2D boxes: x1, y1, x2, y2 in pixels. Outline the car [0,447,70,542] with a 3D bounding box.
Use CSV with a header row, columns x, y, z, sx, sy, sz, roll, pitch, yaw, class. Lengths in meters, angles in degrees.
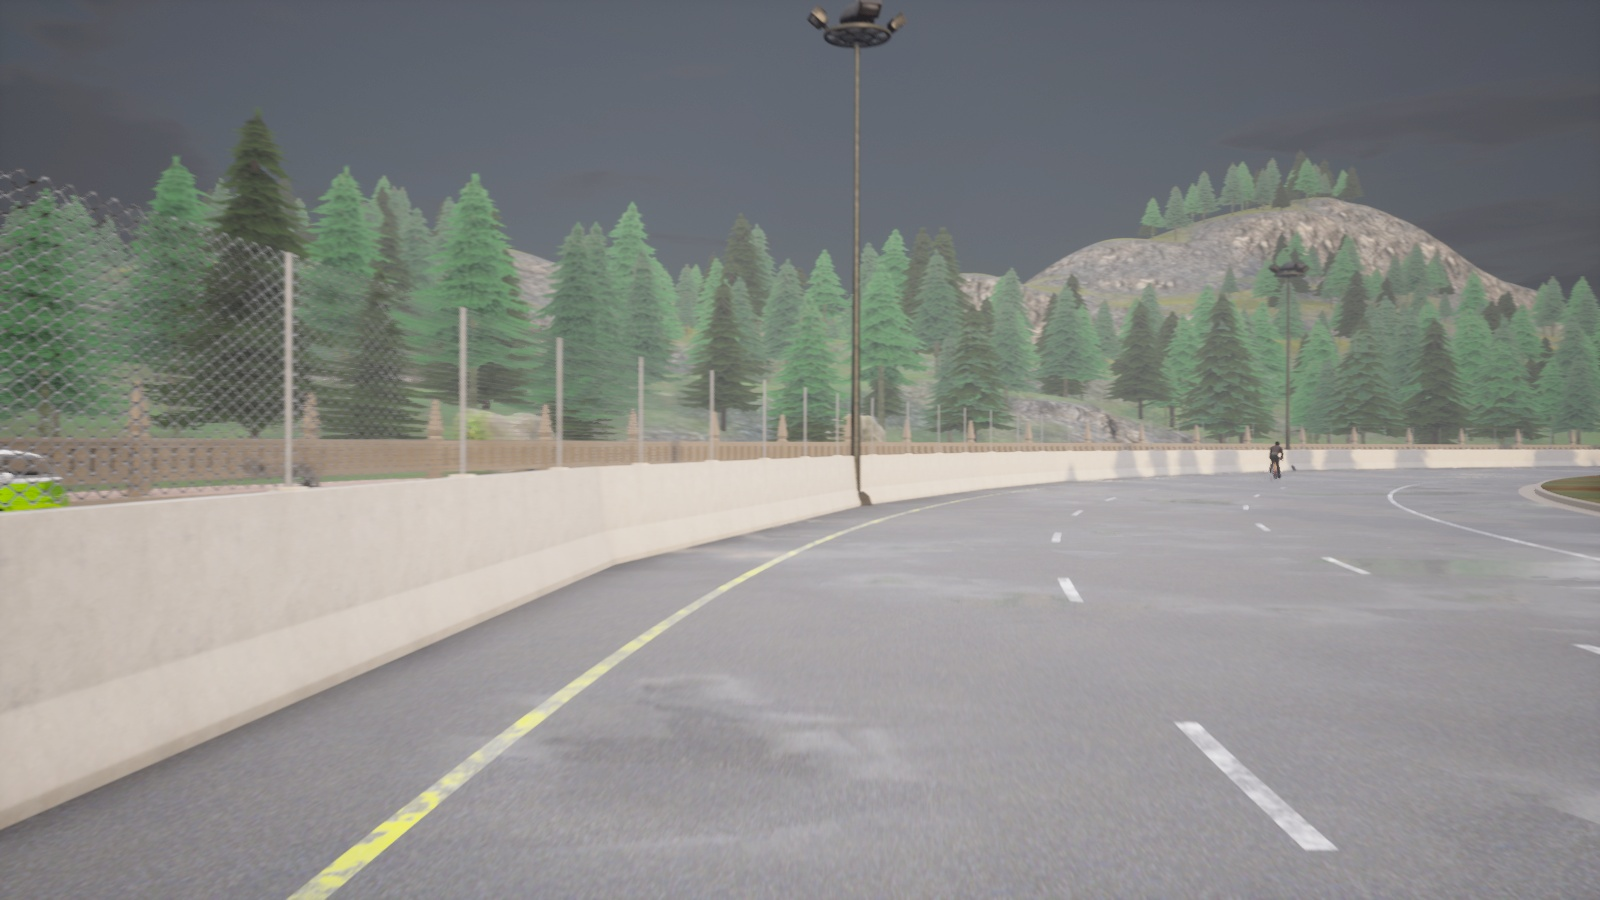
x,y,z,sx,sy,sz,roll,pitch,yaw,class
-12.245,0.637,18.511,1.481,1.376,2.207,0,0,10,car
